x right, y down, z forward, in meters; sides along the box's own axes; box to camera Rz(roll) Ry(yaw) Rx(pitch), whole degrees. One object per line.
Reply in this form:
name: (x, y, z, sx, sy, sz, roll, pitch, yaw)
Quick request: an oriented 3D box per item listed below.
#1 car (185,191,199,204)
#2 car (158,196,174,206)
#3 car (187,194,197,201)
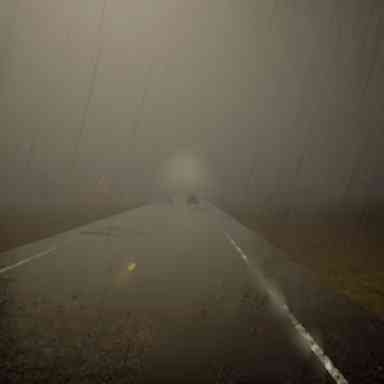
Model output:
car: (0.094, 1.102, 52.048, 1.882, 1.535, 5.008, 0, 0, 0)
car: (-3.586, 1.231, 46.056, 1.994, 1.385, 4.181, 0, 0, 0)
car: (-0.007, 1.046, 70.519, 1.994, 1.385, 4.181, 0, 0, 0)
